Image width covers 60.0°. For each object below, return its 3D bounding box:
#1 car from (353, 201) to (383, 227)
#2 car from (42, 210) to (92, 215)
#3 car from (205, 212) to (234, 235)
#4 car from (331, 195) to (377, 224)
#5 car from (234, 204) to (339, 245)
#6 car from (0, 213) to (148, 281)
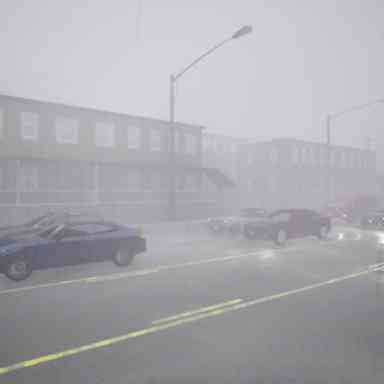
[{"bbox_3d":[12.909,1.533,21.785,4.892,1.490,1.837,0,0,-35],"label":"car"},{"bbox_3d":[-5.279,1.508,13.112,4.892,1.490,1.837,0,0,-35],"label":"car"},{"bbox_3d":[3.076,1.617,19.069,4.718,1.301,1.895,0,0,-35],"label":"car"},{"bbox_3d":[12.266,1.254,25.612,5.566,2.045,2.150,0,0,-35],"label":"car"},{"bbox_3d":[4.618,1.493,15.872,5.008,1.535,1.882,0,0,-36],"label":"car"},{"bbox_3d":[-3.603,1.528,10.011,4.674,1.442,1.812,0,0,-35],"label":"car"}]
